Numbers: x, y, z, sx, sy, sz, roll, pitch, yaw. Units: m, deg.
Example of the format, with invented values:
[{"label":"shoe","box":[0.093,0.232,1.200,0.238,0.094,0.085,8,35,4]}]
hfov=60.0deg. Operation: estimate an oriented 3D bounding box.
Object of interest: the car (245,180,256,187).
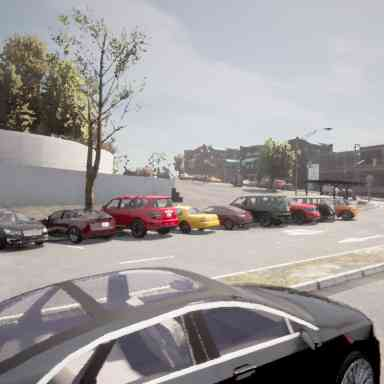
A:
[{"label":"car","box":[14.434,-1.811,74.103,1.946,1.575,5.366,7,3,35]}]

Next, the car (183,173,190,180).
[{"label":"car","box":[0.388,-4.084,93.597,2.185,1.767,4.553,4,1,33]}]

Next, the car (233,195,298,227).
[{"label":"car","box":[4.026,1.263,23.066,5.566,2.045,2.435,-1,-1,35]}]

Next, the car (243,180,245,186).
[{"label":"car","box":[12.603,-2.042,76.424,2.002,1.452,4.674,7,4,35]}]

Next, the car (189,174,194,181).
[{"label":"car","box":[2.117,-3.849,91.126,2.185,1.767,4.553,6,3,34]}]

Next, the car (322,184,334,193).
[{"label":"car","box":[24.701,-0.425,59.148,2.435,2.045,5.566,7,3,35]}]

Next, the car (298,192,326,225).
[{"label":"car","box":[6.540,1.268,24.770,5.566,2.045,2.435,-1,-1,35]}]

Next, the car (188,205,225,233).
[{"label":"car","box":[-1.009,1.503,19.683,5.366,1.575,1.946,-1,-1,35]}]

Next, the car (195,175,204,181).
[{"label":"car","box":[3.910,-3.697,88.660,2.435,2.045,5.566,7,3,34]}]

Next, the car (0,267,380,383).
[{"label":"car","box":[-0.175,1.494,3.007,4.902,1.511,2.128,0,0,-36]}]

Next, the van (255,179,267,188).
[{"label":"van","box":[16.007,-1.763,71.371,1.878,1.987,4.442,7,4,35]}]

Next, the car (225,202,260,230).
[{"label":"car","box":[1.598,1.549,21.310,4.674,1.452,2.002,-1,-1,35]}]

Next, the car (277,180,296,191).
[{"label":"car","box":[19.494,-0.991,66.536,2.231,1.521,4.892,7,3,35]}]

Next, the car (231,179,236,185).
[{"label":"car","box":[10.862,-2.316,78.887,2.002,1.452,4.674,7,3,35]}]

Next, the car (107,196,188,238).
[{"label":"car","box":[-3.330,1.248,17.857,5.566,2.045,2.435,-1,-1,35]}]

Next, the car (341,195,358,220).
[{"label":"car","box":[11.489,1.404,28.188,4.553,1.767,2.185,-1,-1,35]}]

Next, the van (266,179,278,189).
[{"label":"van","box":[17.735,-1.490,68.899,1.878,1.987,4.442,7,4,35]}]

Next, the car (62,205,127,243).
[{"label":"car","box":[-5.775,1.525,16.113,4.792,1.488,2.163,-1,-1,35]}]

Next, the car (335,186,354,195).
[{"label":"car","box":[26.391,0.137,56.675,2.002,1.452,4.674,7,3,35]}]

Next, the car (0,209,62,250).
[{"label":"car","box":[-8.196,1.494,14.367,4.892,1.521,2.231,-1,-1,35]}]

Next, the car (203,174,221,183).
[{"label":"car","box":[5.760,-3.175,86.399,1.946,1.575,5.366,7,3,34]}]

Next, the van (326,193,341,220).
[{"label":"van","box":[9.080,1.297,26.439,4.442,1.987,1.878,-1,-1,35]}]
